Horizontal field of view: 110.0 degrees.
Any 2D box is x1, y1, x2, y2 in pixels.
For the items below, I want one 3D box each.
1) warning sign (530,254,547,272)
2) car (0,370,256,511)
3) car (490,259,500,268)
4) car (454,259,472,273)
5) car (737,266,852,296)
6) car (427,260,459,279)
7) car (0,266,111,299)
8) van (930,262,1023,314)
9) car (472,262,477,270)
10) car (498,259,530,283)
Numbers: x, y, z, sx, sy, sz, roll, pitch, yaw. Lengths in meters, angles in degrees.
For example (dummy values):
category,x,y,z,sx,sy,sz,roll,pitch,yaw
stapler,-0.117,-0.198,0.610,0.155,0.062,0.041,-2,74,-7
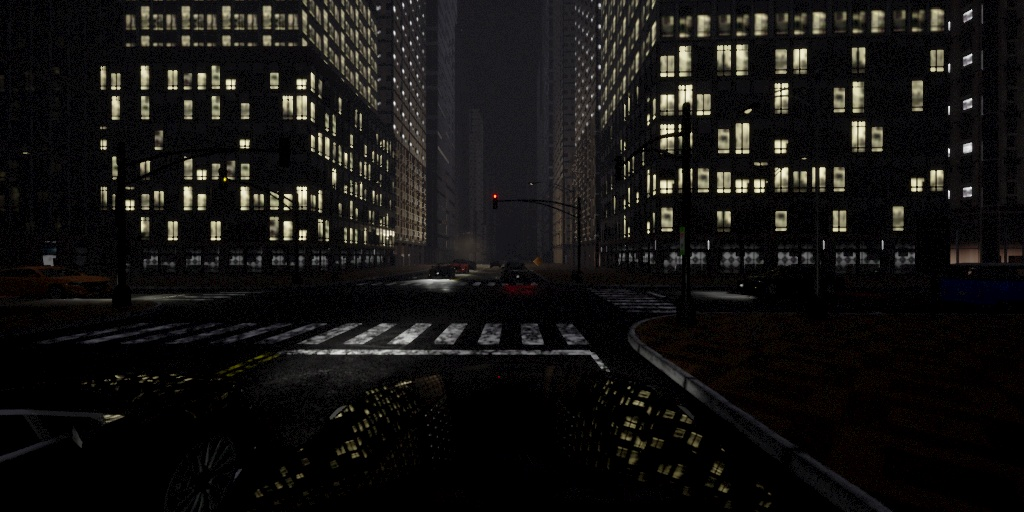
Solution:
category,x,y,z,sx,sy,sz,roll,pitch,yaw
warning sign,3.011,0.912,41.340,1.300,1.860,1.060,0,0,0
car,-3.154,1.241,1.148,2.128,1.511,4.902,0,0,0
car,-2.896,1.369,63.777,1.837,1.490,4.892,0,0,0
car,-6.430,1.154,43.342,2.097,1.767,4.553,0,0,0
car,14.528,1.273,18.803,4.892,1.490,1.837,-1,0,2
car,-6.471,1.345,33.345,1.994,1.385,4.181,0,0,0
car,-22.322,1.237,17.166,5.008,1.535,1.882,0,0,0
van,18.403,1.120,13.118,3.998,1.789,1.690,0,0,2
car,-6.383,1.378,53.839,2.033,1.411,5.357,0,0,0
car,0.242,1.263,28.188,2.128,1.511,4.902,0,0,-4
